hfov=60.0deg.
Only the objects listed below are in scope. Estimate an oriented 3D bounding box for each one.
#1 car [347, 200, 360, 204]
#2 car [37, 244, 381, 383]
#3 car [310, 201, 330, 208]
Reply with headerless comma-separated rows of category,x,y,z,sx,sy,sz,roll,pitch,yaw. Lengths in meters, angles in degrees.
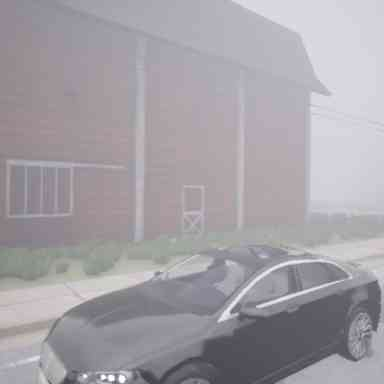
car,29.325,2.257,60.247,3.905,1.438,1.784,1,-1,-36
car,0.650,1.531,4.458,4.902,1.511,2.128,1,-1,-36
car,19.656,2.082,51.678,4.193,1.474,1.816,1,-1,-36
